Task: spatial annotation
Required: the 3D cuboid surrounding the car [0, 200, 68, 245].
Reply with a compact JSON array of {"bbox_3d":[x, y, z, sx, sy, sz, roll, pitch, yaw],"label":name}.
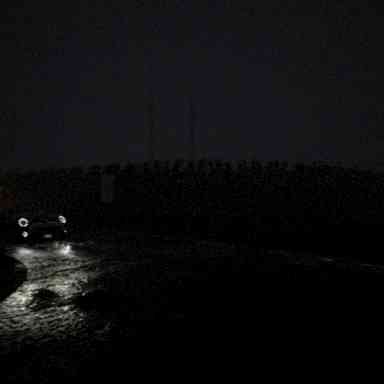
[{"bbox_3d":[-7.397,1.152,14.663,4.553,1.767,2.097,0,1,41],"label":"car"}]
